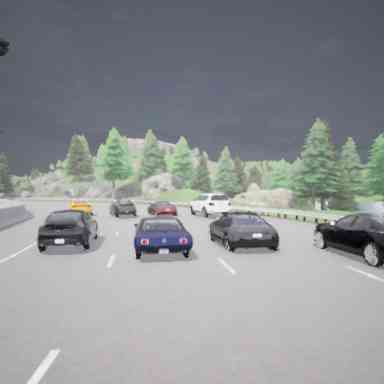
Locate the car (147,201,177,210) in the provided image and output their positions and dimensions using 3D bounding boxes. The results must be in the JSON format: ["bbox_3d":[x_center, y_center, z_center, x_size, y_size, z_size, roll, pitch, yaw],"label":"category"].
[{"bbox_3d":[-2.845,1.505,30.860,1.994,1.385,4.181,0,0,-22],"label":"car"}]

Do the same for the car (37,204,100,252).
[{"bbox_3d":[-5.105,1.492,14.098,1.837,1.490,4.892,0,0,-10],"label":"car"}]

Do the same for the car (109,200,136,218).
[{"bbox_3d":[-6.331,1.448,30.194,2.128,1.511,4.902,0,0,-22],"label":"car"}]

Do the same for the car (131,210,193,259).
[{"bbox_3d":[-1.252,1.577,12.658,1.895,1.301,4.718,0,0,-10],"label":"car"}]

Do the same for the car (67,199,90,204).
[{"bbox_3d":[-10.700,1.447,31.587,1.882,1.535,5.008,0,0,-24],"label":"car"}]

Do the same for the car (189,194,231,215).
[{"bbox_3d":[1.506,1.149,29.495,2.150,2.045,5.566,0,0,-19],"label":"car"}]

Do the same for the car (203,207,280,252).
[{"bbox_3d":[1.998,1.525,13.894,1.994,1.385,4.181,0,0,-10],"label":"car"}]

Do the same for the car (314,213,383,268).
[{"bbox_3d":[5.987,1.429,11.254,1.882,1.535,5.008,0,0,-7],"label":"car"}]
